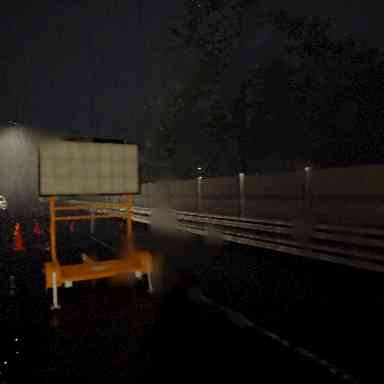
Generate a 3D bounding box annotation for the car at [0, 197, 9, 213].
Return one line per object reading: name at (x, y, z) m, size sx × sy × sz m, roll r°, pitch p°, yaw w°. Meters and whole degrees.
car at (-24.671, 1.608, 42.319) m, size 2.150 × 2.045 × 5.566 m, roll -1°, pitch 0°, yaw -28°

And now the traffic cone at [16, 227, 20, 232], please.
traffic cone at (-8.033, 2.065, 15.458) m, size 0.340 × 0.580 × 0.340 m, roll -1°, pitch 0°, yaw -28°

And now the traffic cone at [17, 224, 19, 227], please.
traffic cone at (-8.980, 2.079, 17.219) m, size 0.340 × 0.580 × 0.340 m, roll -1°, pitch 0°, yaw -28°

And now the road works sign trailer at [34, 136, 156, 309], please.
road works sign trailer at (-2.489, 0.483, 8.233) m, size 2.380 × 3.560 × 2.880 m, roll -1°, pitch 0°, yaw -28°

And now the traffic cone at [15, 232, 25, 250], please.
traffic cone at (-7.085, 2.050, 13.697) m, size 0.340 × 0.580 × 0.340 m, roll -1°, pitch 0°, yaw -28°
